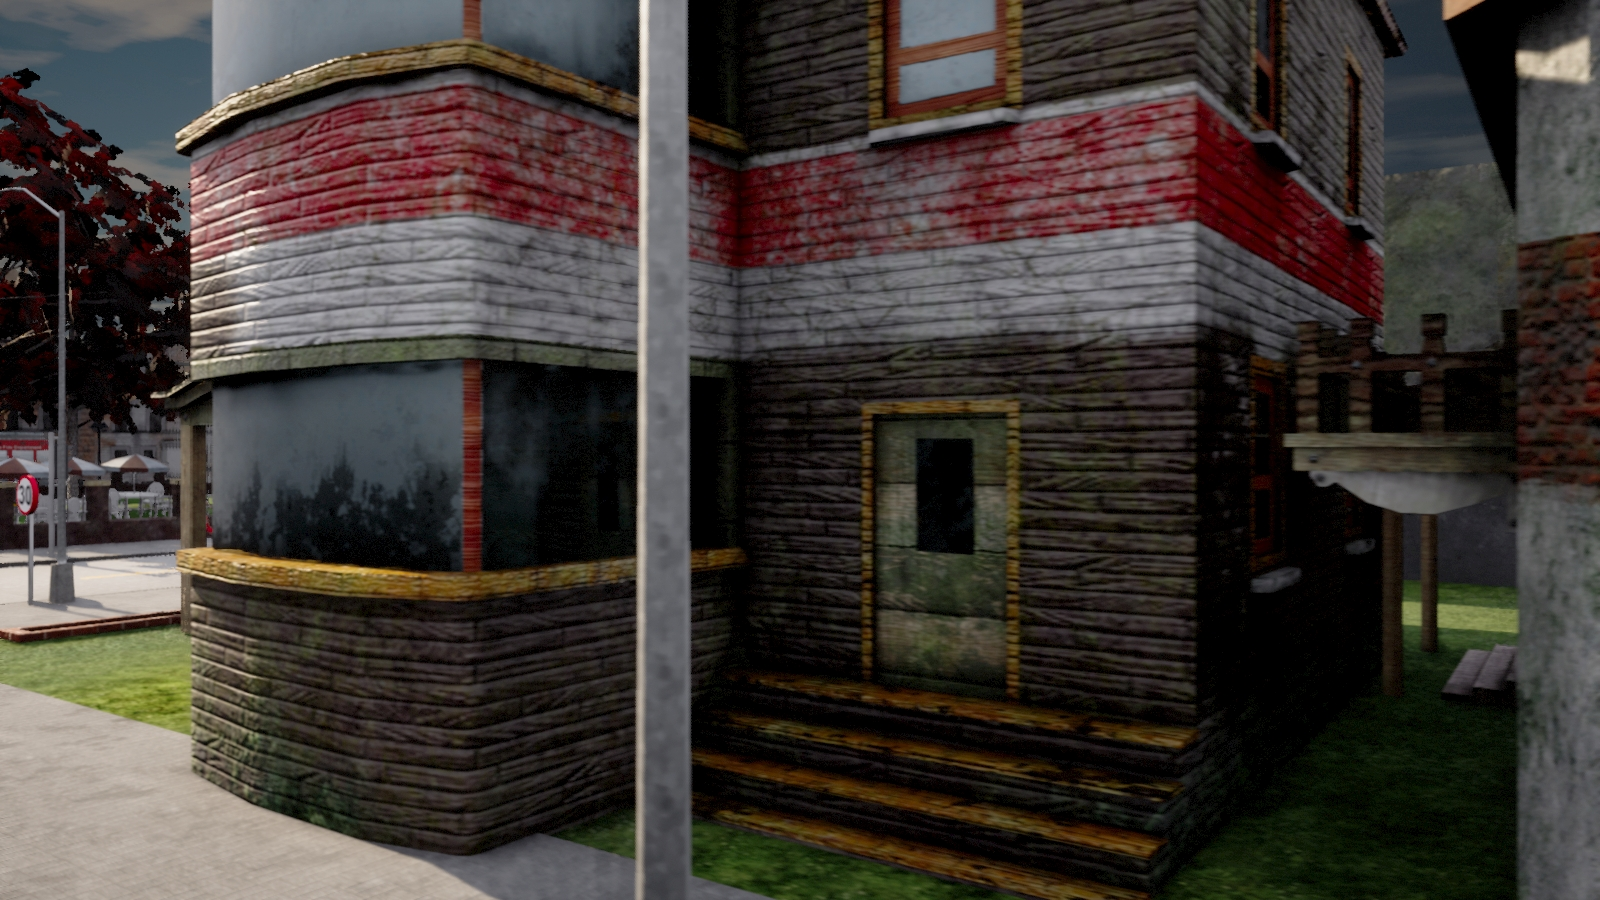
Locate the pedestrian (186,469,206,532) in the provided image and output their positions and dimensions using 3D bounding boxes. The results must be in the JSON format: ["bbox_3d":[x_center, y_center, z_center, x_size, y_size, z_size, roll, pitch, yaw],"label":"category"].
[{"bbox_3d":[-18.034,1.499,34.116,0.375,1.860,0.375,0,0,35],"label":"pedestrian"}]
